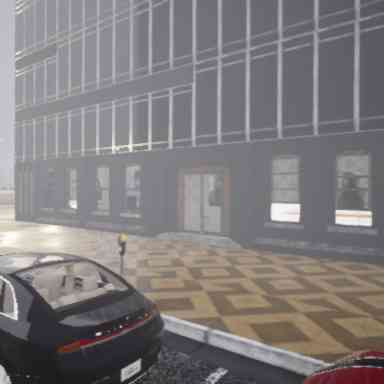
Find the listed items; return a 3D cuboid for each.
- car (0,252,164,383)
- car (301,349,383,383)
[{"bbox_3d":[-2.381,1.515,4.575,4.403,1.369,2.008,1,0,36],"label":"car"},{"bbox_3d":[2.254,1.450,1.266,4.097,1.590,1.967,1,0,36],"label":"car"}]
